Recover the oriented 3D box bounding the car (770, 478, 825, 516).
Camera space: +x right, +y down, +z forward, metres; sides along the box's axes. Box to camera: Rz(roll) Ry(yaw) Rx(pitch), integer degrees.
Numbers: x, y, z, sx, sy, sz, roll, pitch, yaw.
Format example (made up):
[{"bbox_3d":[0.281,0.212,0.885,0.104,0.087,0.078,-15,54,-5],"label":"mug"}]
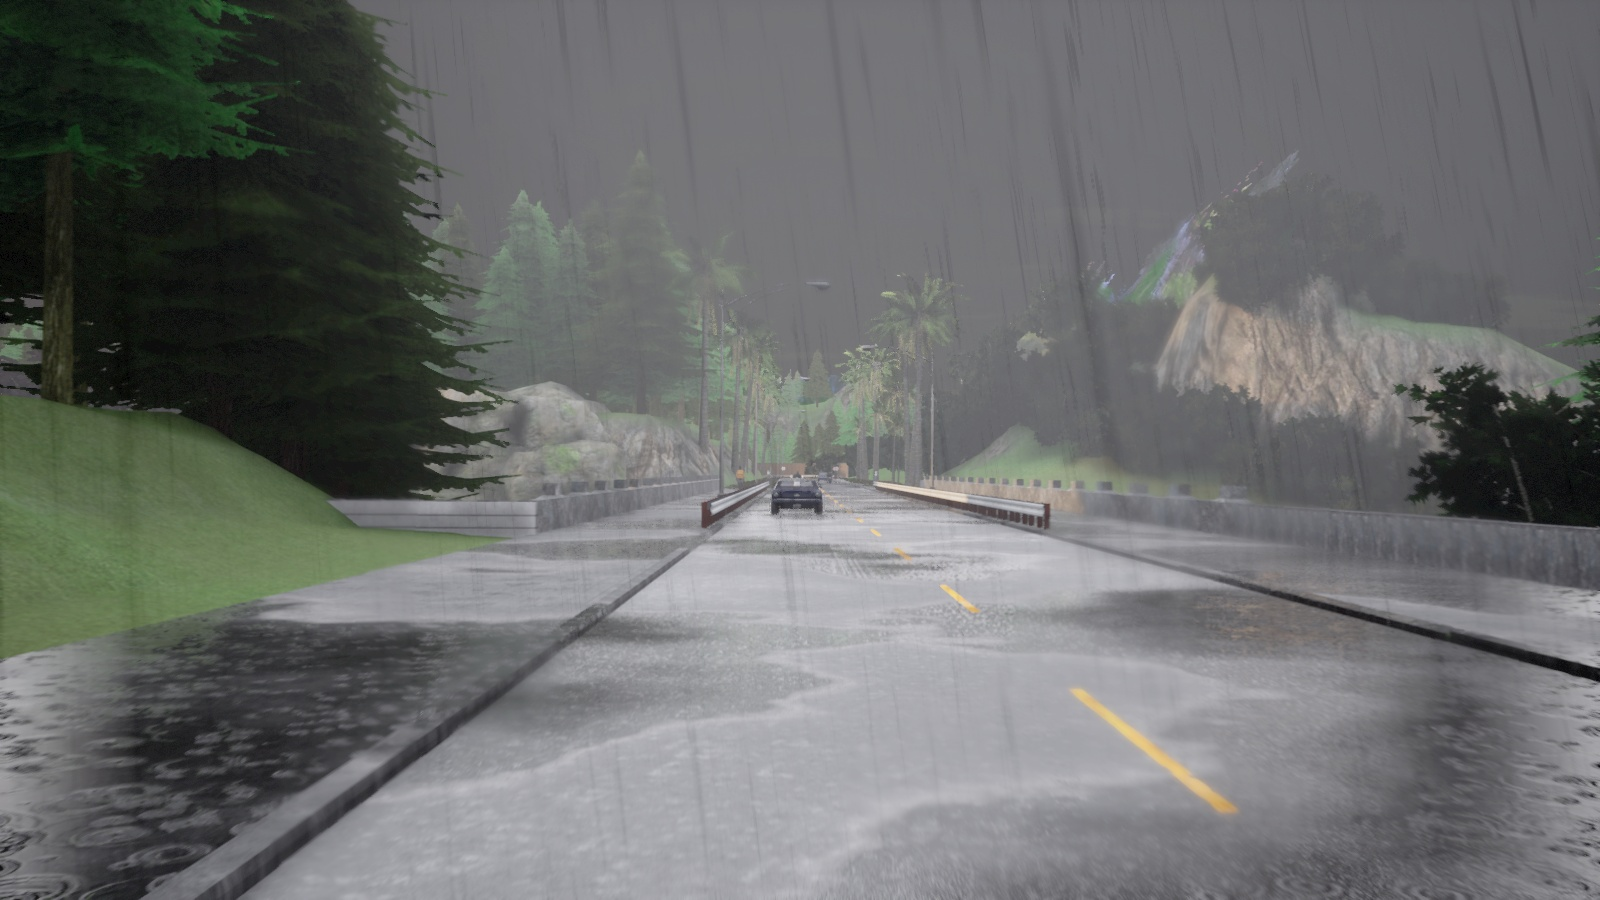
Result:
[{"bbox_3d":[-0.100,1.688,46.129,1.895,1.301,4.718,0,-1,0],"label":"car"}]
